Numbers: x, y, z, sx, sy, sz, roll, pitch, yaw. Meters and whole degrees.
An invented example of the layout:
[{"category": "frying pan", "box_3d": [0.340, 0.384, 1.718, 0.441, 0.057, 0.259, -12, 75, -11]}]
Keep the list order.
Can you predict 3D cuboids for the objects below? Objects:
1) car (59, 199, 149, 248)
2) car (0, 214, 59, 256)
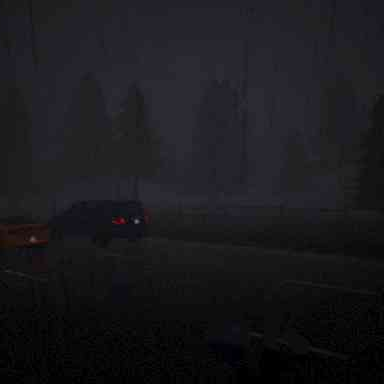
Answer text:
[{"category": "car", "box_3d": [-4.526, 1.364, 15.695, 5.566, 2.045, 2.150, 0, 0, 36]}, {"category": "car", "box_3d": [-7.924, 1.635, 13.838, 5.008, 1.535, 1.882, 0, 0, 36]}]
